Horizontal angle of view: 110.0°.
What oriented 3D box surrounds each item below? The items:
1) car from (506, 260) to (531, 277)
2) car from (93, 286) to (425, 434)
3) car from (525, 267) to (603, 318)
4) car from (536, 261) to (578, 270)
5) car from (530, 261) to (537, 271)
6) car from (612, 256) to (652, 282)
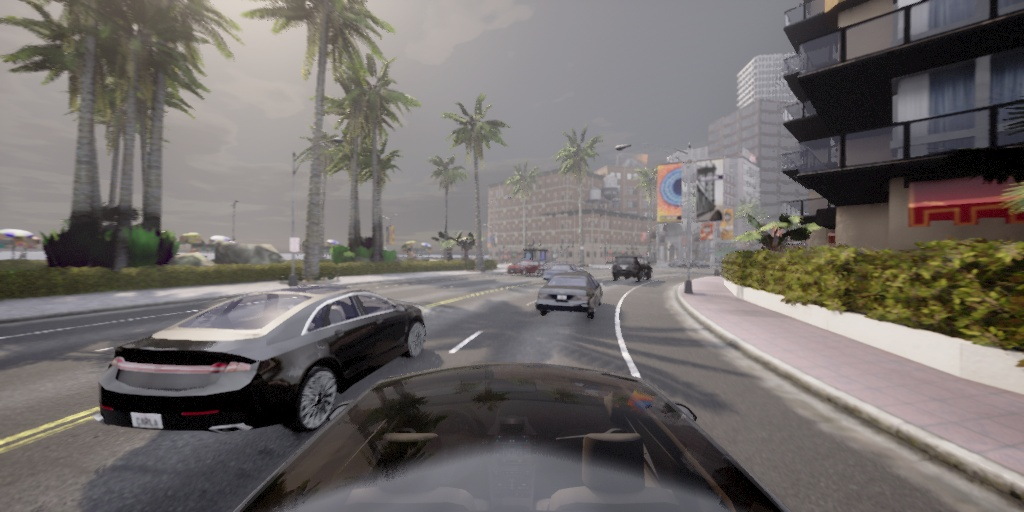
[{"bbox_3d":[1.376,1.174,35.719,1.882,1.535,5.008,0,0,34],"label":"car"},{"bbox_3d":[-2.902,1.211,5.541,2.128,1.511,4.902,0,0,7],"label":"car"},{"bbox_3d":[2.254,1.295,13.208,2.033,1.411,5.357,0,0,17],"label":"car"},{"bbox_3d":[3.990,1.285,26.279,2.033,1.411,5.357,1,0,28],"label":"car"},{"bbox_3d":[3.971,1.229,33.317,1.837,1.490,4.892,0,0,34],"label":"car"},{"bbox_3d":[9.909,1.004,29.411,2.150,2.045,5.566,0,0,32],"label":"car"}]
